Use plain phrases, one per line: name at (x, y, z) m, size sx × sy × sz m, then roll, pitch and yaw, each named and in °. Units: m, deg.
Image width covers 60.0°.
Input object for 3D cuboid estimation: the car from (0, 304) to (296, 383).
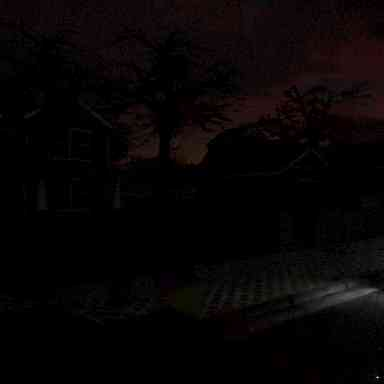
car at (-1.588, 1.601, 1.937) m, size 4.718 × 1.301 × 1.895 m, roll 0°, pitch 0°, yaw -35°
